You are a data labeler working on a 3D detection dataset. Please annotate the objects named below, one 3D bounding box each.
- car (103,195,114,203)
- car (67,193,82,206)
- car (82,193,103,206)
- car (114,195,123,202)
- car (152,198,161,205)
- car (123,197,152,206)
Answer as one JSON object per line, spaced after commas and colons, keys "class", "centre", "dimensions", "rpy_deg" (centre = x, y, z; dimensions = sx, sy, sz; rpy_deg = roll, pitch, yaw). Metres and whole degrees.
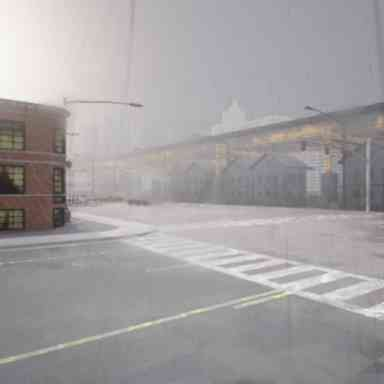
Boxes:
{"class": "car", "centre": [-18.949, 1.517, 68.692], "dimensions": [4.718, 1.301, 1.895], "rpy_deg": [0, 0, 37]}
{"class": "car", "centre": [-20.311, 1.253, 54.514], "dimensions": [2.150, 2.045, 5.566], "rpy_deg": [0, 0, -36]}
{"class": "car", "centre": [-17.586, 1.260, 56.714], "dimensions": [2.150, 2.045, 5.566], "rpy_deg": [0, 0, -36]}
{"class": "car", "centre": [-16.652, 1.446, 71.335], "dimensions": [4.674, 1.442, 1.812], "rpy_deg": [0, 0, 37]}
{"class": "car", "centre": [-7.545, 1.660, 60.792], "dimensions": [1.895, 1.301, 4.718], "rpy_deg": [0, 0, -35]}
{"class": "car", "centre": [-9.504, 1.600, 57.499], "dimensions": [2.033, 1.411, 5.357], "rpy_deg": [0, 0, -35]}
